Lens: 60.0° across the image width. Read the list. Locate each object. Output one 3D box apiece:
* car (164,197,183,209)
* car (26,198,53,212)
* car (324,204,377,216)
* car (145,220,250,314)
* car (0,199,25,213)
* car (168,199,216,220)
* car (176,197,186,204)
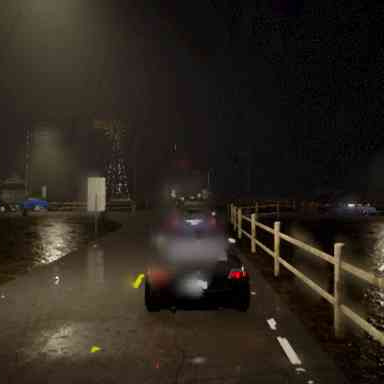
[{"bbox_3d":[-2.926,1.589,50.553,2.097,1.767,4.553,0,0,2],"label":"car"},{"bbox_3d":[-18.509,1.447,37.771,5.008,1.535,1.882,1,-1,0],"label":"car"},{"bbox_3d":[17.905,2.007,37.667,5.357,1.411,2.033,1,-2,0],"label":"car"},{"bbox_3d":[0.109,1.585,7.754,1.994,1.385,4.181,0,0,0],"label":"car"},{"bbox_3d":[-20.257,1.344,34.097,4.892,1.490,1.837,1,-2,0],"label":"car"},{"bbox_3d":[0.121,1.405,16.397,2.097,1.767,4.553,0,0,0],"label":"car"},{"bbox_3d":[-2.629,1.987,77.464,2.128,1.511,4.902,0,-1,0],"label":"car"}]
